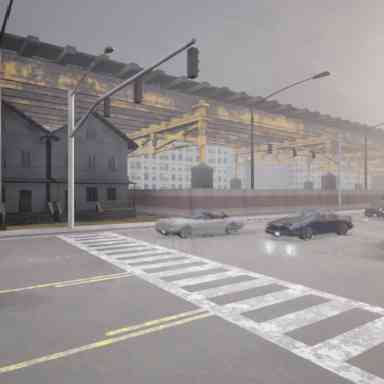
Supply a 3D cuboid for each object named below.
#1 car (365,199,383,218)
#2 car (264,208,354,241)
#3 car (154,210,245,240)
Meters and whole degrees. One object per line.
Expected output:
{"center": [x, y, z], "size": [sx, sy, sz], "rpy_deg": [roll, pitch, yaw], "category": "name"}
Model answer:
{"center": [17.074, 1.351, 29.034], "size": [4.553, 1.767, 2.097], "rpy_deg": [0, 0, -35], "category": "car"}
{"center": [6.114, 1.547, 16.937], "size": [5.357, 1.411, 2.033], "rpy_deg": [0, 0, -35], "category": "car"}
{"center": [0.447, 1.601, 17.198], "size": [4.718, 1.301, 1.895], "rpy_deg": [0, 0, -35], "category": "car"}
